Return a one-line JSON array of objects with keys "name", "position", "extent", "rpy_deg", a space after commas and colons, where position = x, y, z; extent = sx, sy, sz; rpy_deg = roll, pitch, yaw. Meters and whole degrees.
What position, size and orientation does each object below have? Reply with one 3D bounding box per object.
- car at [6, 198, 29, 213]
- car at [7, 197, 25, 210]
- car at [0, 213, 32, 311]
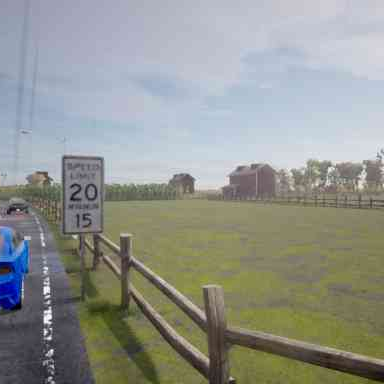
[{"name": "car", "position": [-18.397, 1.515, 35.175], "extent": [1.837, 1.490, 4.892], "rpy_deg": [0, 0, -28]}, {"name": "car", "position": [-23.344, 1.513, 44.065], "extent": [1.837, 1.490, 4.892], "rpy_deg": [0, 0, -30]}, {"name": "car", "position": [-4.719, 1.481, 7.373], "extent": [1.882, 1.535, 5.008], "rpy_deg": [0, 0, -24]}]
